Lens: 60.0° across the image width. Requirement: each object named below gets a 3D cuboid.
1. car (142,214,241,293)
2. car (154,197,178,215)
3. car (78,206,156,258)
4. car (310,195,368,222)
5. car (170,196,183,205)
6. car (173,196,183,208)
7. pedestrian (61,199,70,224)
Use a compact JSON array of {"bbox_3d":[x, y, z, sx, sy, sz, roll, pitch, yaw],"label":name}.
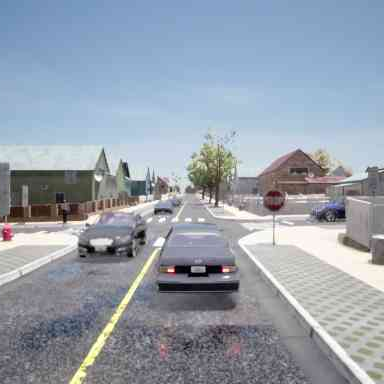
[{"bbox_3d":[0.080,1.550,8.972,2.033,1.411,5.357,0,0,-1],"label":"car"},{"bbox_3d":[-2.822,1.549,34.475,2.033,1.411,5.357,0,0,0],"label":"car"},{"bbox_3d":[-2.842,1.494,12.797,2.128,1.511,4.902,0,0,0],"label":"car"},{"bbox_3d":[10.406,1.067,22.568,4.553,1.767,2.097,-2,-1,2],"label":"car"},{"bbox_3d":[-2.777,1.483,60.242,2.128,1.511,4.902,0,0,0],"label":"car"},{"bbox_3d":[-2.808,1.564,48.066,1.994,1.385,4.181,0,0,0],"label":"car"},{"bbox_3d":[-9.673,1.462,25.301,0.375,1.860,0.375,0,0,0],"label":"pedestrian"}]
